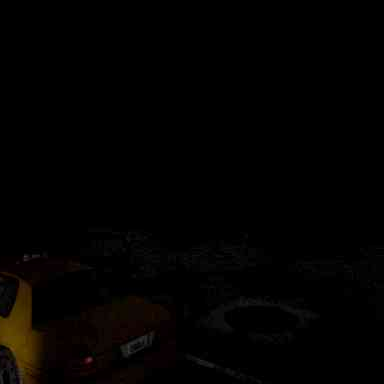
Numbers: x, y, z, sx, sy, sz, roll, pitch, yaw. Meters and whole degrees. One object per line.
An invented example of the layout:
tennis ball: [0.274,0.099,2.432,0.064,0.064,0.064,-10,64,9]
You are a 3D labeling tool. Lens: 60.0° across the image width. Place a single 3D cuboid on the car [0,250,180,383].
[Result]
car: [-2.408,1.525,4.795,4.829,1.417,1.752,0,0,37]
